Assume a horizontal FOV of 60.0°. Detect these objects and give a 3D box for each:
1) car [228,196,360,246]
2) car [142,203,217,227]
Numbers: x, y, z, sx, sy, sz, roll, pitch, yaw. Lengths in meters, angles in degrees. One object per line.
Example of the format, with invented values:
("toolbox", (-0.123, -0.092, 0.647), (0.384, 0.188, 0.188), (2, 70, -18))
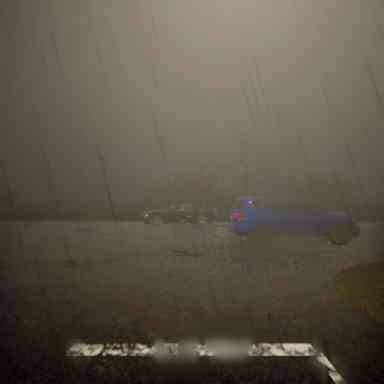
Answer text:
("car", (4.410, 1.225, 14.820), (5.566, 2.045, 2.150), (0, 0, -1))
("car", (-0.798, 1.494, 21.710), (4.902, 1.511, 2.128), (0, 0, -1))
